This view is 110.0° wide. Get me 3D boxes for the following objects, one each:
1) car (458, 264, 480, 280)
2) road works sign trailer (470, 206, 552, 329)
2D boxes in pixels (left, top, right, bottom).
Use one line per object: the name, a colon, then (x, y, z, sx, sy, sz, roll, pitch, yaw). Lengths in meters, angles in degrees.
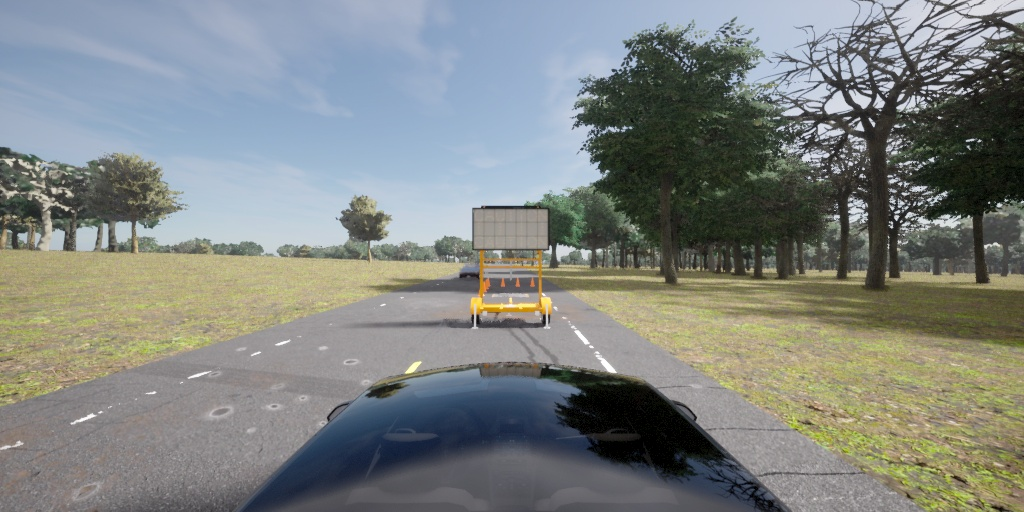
car: (-3.719, 1.406, 33.203, 2.033, 1.411, 5.357, 0, 0, -1)
road works sign trailer: (-0.036, 0.226, 11.298, 2.380, 3.560, 2.880, 0, 0, 0)
